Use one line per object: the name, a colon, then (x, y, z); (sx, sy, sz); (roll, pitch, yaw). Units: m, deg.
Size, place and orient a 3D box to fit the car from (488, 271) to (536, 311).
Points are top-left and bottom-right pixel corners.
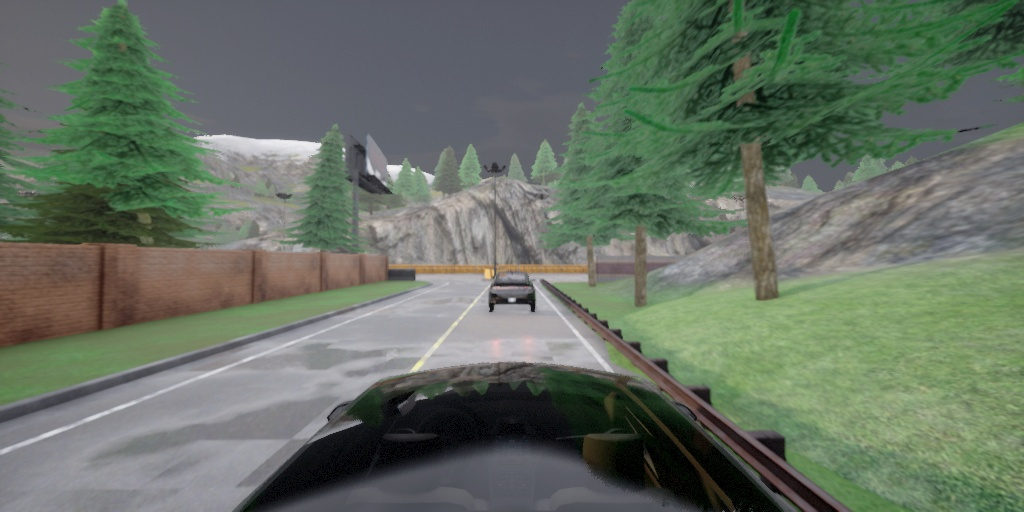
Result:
car: (0.016, 1.394, 15.339); (2.128, 1.511, 4.902); (0, 0, 0)
